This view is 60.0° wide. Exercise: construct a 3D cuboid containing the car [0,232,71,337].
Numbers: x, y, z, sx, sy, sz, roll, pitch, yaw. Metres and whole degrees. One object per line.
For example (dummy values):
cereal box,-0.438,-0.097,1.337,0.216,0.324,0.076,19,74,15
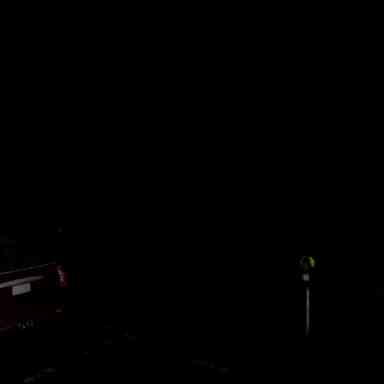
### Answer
car,-4.064,1.438,5.975,4.097,1.590,1.967,0,0,36
